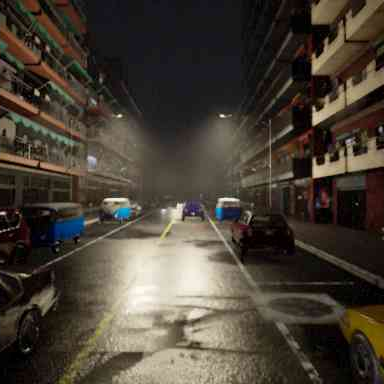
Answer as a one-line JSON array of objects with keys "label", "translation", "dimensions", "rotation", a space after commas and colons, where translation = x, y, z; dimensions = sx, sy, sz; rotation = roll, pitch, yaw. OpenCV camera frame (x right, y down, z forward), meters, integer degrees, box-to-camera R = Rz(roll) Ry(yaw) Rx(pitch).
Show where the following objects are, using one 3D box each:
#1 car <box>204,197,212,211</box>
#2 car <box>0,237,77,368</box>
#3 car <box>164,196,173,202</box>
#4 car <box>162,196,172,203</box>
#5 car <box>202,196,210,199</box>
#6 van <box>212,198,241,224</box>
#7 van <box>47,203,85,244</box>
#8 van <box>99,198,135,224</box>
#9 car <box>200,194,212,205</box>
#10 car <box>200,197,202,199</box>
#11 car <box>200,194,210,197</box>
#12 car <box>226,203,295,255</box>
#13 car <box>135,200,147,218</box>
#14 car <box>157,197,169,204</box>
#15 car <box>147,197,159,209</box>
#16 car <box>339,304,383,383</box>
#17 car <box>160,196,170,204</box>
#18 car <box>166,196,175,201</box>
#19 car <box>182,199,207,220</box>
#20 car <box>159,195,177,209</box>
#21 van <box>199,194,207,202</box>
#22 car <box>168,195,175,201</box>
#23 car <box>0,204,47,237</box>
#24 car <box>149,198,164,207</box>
[{"label": "car", "translation": [2.696, 1.638, 41.946], "dimensions": [1.802, 1.307, 4.206], "rotation": [1, 0, 0]}, {"label": "car", "translation": [-3.101, 1.551, 3.216], "dimensions": [2.033, 1.411, 5.357], "rotation": [0, 0, 0]}, {"label": "car", "translation": [-5.657, 1.647, 81.507], "dimensions": [1.752, 1.417, 4.829], "rotation": [1, 0, 0]}, {"label": "car", "translation": [-5.656, 1.656, 75.993], "dimensions": [1.887, 1.381, 4.507], "rotation": [1, 0, 0]}, {"label": "car", "translation": [2.695, 1.631, 47.631], "dimensions": [1.947, 1.339, 4.313], "rotation": [1, 0, 0]}, {"label": "van", "translation": [2.704, 1.373, 24.893], "dimensions": [1.690, 1.788, 3.998], "rotation": [1, 0, 0]}, {"label": "van", "translation": [-5.674, 1.358, 13.461], "dimensions": [1.690, 1.788, 3.998], "rotation": [1, 0, 0]}, {"label": "van", "translation": [-5.682, 1.373, 24.831], "dimensions": [1.690, 1.788, 3.998], "rotation": [1, 0, 0]}, {"label": "car", "translation": [2.697, 1.408, 64.684], "dimensions": [2.192, 1.841, 5.009], "rotation": [1, 0, 0]}, {"label": "car", "translation": [0.092, 1.663, 45.935], "dimensions": [1.895, 1.301, 4.718], "rotation": [0, 0, 0]}, {"label": "car", "translation": [2.695, 1.524, 59.001], "dimensions": [1.967, 1.590, 4.097], "rotation": [1, 0, 0]}, {"label": "car", "translation": [2.704, 1.457, 13.523], "dimensions": [1.967, 1.590, 4.097], "rotation": [1, 0, 0]}, {"label": "car", "translation": [-5.671, 1.590, 30.515], "dimensions": [2.008, 1.369, 4.403], "rotation": [1, 0, 0]}, {"label": "car", "translation": [-5.655, 1.637, 64.623], "dimensions": [1.887, 1.381, 4.507], "rotation": [1, 0, 0]}, {"label": "car", "translation": [-5.649, 1.505, 47.569], "dimensions": [1.967, 1.590, 4.097], "rotation": [1, 0, 0]}, {"label": "car", "translation": [2.704, 1.529, 2.323], "dimensions": [1.752, 1.417, 4.829], "rotation": [1, 0, 0]}, {"label": "car", "translation": [-5.655, 1.627, 70.137], "dimensions": [1.752, 1.417, 4.829], "rotation": [1, 0, 0]}, {"label": "car", "translation": [-5.659, 1.698, 87.361], "dimensions": [1.947, 1.339, 4.313], "rotation": [1, 0, 0]}, {"label": "car", "translation": [0.096, 1.562, 28.627], "dimensions": [1.812, 1.442, 4.674], "rotation": [0, 0, 0]}, {"label": "car", "translation": [-3.095, 1.588, 46.026], "dimensions": [1.812, 1.442, 4.674], "rotation": [0, 0, 0]}, {"label": "van", "translation": [2.692, 1.463, 81.739], "dimensions": [1.690, 1.788, 3.998], "rotation": [1, 0, 0]}, {"label": "car", "translation": [-5.659, 1.668, 92.876], "dimensions": [1.752, 1.417, 4.829], "rotation": [1, 0, 0]}, {"label": "car", "translation": [-5.672, 1.325, 7.776], "dimensions": [2.192, 1.841, 5.009], "rotation": [1, 0, 0]}, {"label": "car", "translation": [-5.653, 1.640, 53.254], "dimensions": [1.947, 1.339, 4.313], "rotation": [1, 0, 0]}]
